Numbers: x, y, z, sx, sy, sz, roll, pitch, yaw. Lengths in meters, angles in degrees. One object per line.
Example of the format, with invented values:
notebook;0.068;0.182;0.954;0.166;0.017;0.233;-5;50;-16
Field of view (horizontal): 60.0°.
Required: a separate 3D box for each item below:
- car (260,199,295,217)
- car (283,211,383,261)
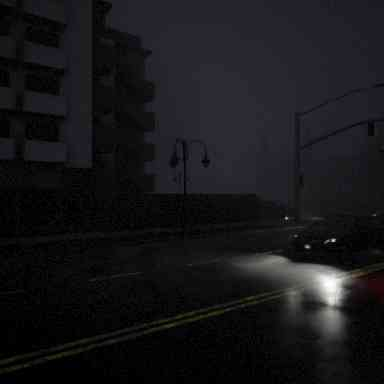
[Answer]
car;7.769;1.478;32.176;1.882;1.535;5.008;0;0;-38
car;5.707;1.526;12.328;4.674;1.442;1.812;0;0;-35
